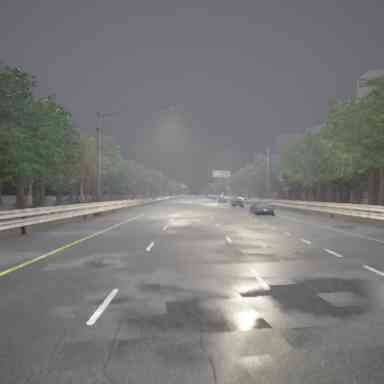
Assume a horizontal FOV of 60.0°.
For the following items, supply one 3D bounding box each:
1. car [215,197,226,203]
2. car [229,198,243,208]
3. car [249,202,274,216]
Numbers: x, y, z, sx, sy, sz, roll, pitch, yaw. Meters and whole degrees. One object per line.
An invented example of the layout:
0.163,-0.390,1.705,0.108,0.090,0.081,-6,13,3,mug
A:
7.362,1.996,81.743,1.994,1.385,4.181,0,0,1,car
7.156,1.767,53.883,1.837,1.490,4.892,0,0,0,car
7.062,1.706,34.061,1.994,1.385,4.181,0,0,0,car
